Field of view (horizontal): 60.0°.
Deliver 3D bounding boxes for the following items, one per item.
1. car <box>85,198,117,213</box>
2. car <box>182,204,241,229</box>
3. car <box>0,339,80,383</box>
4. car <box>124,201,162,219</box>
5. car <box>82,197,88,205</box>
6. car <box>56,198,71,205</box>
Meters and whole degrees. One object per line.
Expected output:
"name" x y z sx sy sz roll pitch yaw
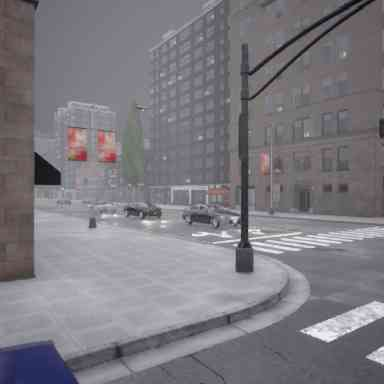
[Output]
"car" -10.496 1.740 38.857 1.895 1.301 4.718 0 0 -36
"car" 1.231 1.553 22.513 2.128 1.511 4.902 0 0 -36
"car" -2.718 1.601 1.149 4.718 1.301 1.895 0 0 -36
"car" -4.593 1.578 30.623 1.882 1.535 5.008 0 0 -35
"car" -19.226 1.744 62.487 1.837 1.490 4.892 0 -1 -36
"car" -25.225 1.802 65.260 2.033 1.411 5.357 0 0 -36
